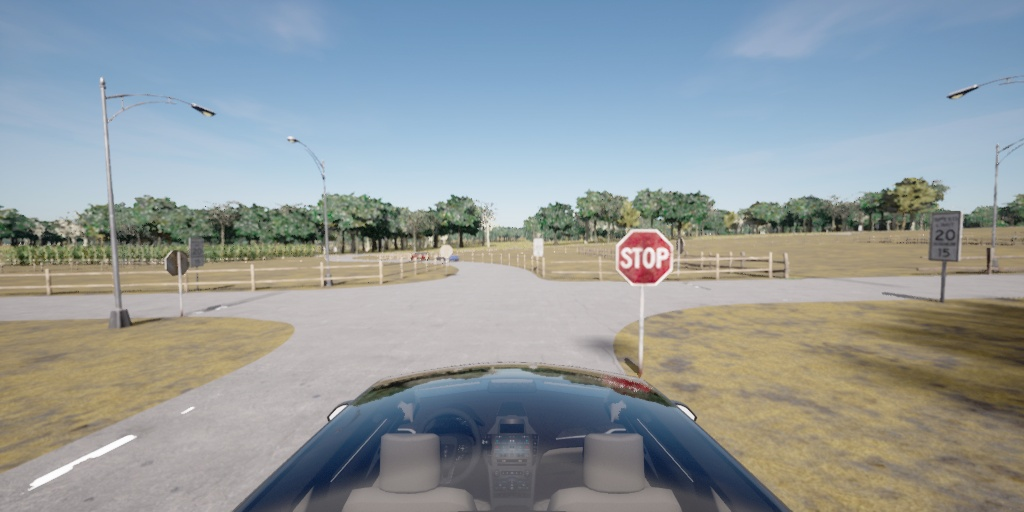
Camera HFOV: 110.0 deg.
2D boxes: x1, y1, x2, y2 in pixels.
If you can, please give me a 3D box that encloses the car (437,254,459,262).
[{"bbox_3d":[-10.914,0.259,61.010,2.033,1.411,5.357,-2,2,-37],"label":"car"}]
